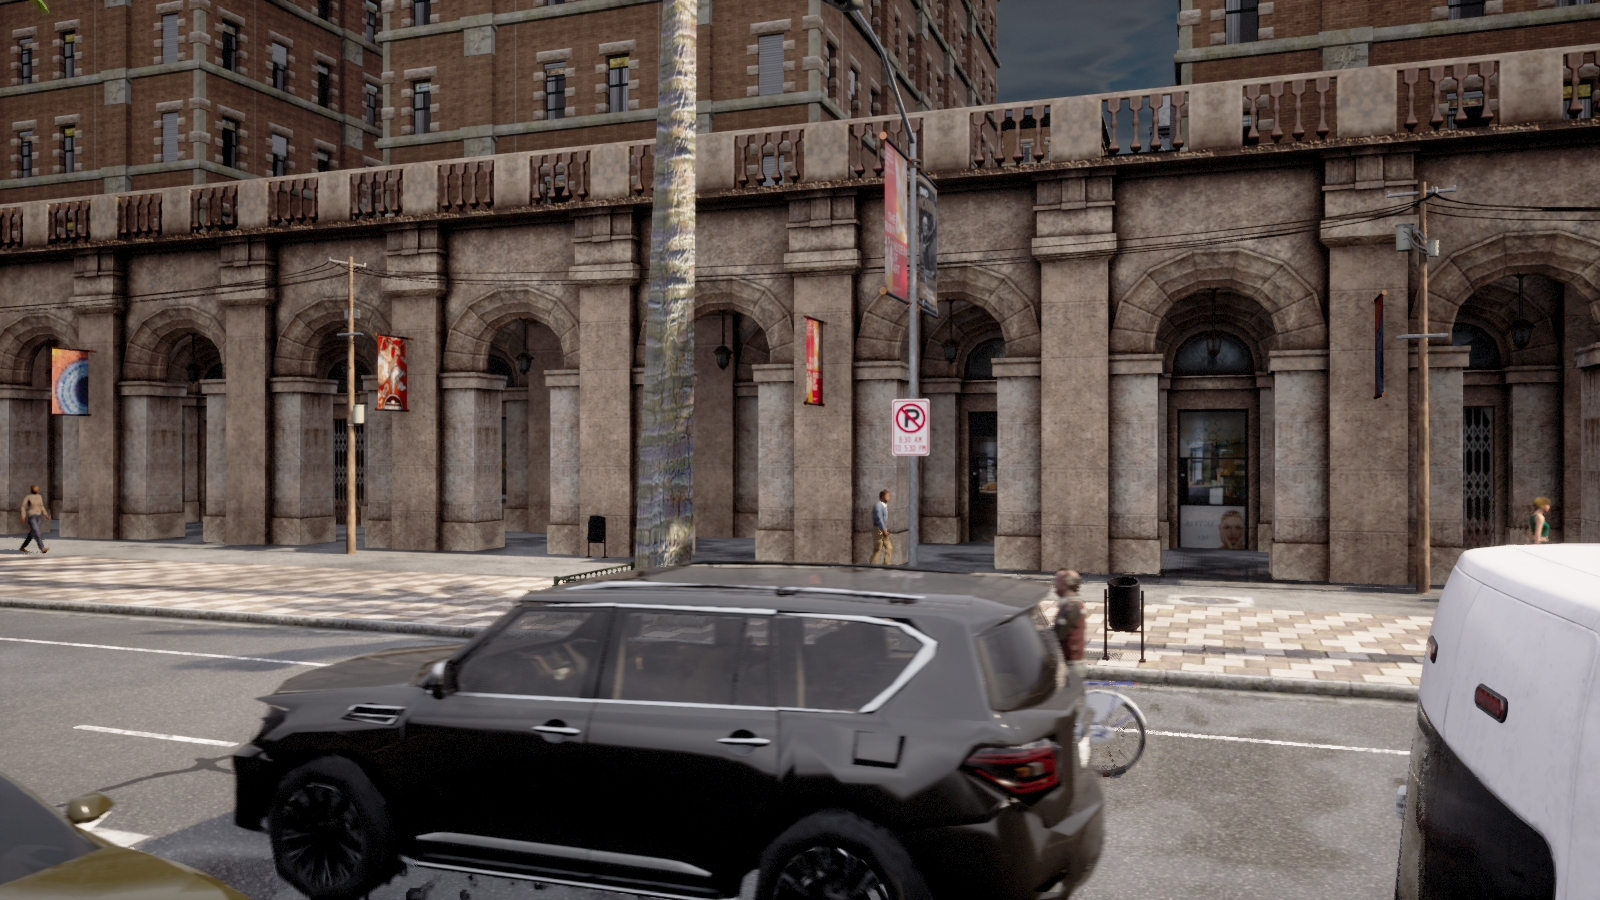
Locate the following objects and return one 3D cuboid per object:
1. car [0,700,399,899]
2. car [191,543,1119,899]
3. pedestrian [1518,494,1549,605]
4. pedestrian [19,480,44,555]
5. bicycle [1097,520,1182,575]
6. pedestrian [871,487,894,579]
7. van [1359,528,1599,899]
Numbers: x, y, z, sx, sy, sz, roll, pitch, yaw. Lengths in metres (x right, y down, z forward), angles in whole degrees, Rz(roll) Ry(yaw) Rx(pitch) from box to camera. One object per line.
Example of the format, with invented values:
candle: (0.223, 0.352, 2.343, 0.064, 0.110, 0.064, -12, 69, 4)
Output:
car: (-4.486, 2.061, 4.939, 4.892, 1.480, 2.231, 0, 0, 20)
car: (-0.913, 1.779, 7.359, 5.566, 2.045, 2.150, 0, 0, 20)
pedestrian: (12.587, 1.698, 19.602, 0.375, 1.860, 0.375, 0, 0, 20)
pedestrian: (-19.470, 1.696, 28.934, 0.375, 1.860, 0.375, 0, 0, 19)
bicycle: (7.757, 2.210, 26.100, 1.835, 1.171, 0.329, 0, 0, 20)
pedestrian: (1.702, 1.696, 23.571, 0.375, 1.860, 0.375, 0, 0, 20)
van: (4.249, 1.534, 1.754, 5.915, 2.561, 1.988, 0, 0, 20)
